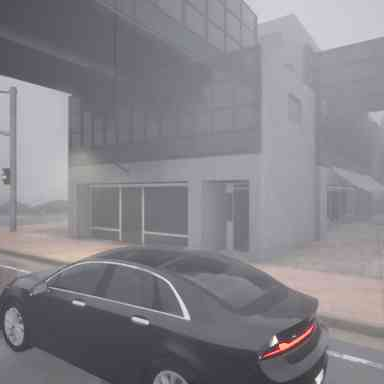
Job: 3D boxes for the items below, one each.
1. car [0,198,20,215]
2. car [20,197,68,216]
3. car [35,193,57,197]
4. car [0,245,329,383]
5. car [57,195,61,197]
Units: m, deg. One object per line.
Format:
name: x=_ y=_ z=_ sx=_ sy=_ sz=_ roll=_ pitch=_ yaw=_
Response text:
car: x=-18.329 y=1.564 z=33.134 sx=1.994 sy=1.385 sz=4.181 roll=0 pitch=0 yaw=36
car: x=-13.952 y=1.505 z=33.186 sx=1.837 sy=1.490 sz=4.892 roll=0 pitch=0 yaw=36
car: x=-31.186 y=1.153 z=69.859 sx=4.605 sy=1.855 sz=1.932 roll=0 pitch=0 yaw=35
car: x=-0.773 y=1.505 z=4.544 sx=4.892 sy=1.490 sz=1.837 roll=0 pitch=0 yaw=36
car: x=-29.458 y=1.364 z=72.184 sx=3.905 sy=1.438 sz=1.784 roll=0 pitch=0 yaw=35
